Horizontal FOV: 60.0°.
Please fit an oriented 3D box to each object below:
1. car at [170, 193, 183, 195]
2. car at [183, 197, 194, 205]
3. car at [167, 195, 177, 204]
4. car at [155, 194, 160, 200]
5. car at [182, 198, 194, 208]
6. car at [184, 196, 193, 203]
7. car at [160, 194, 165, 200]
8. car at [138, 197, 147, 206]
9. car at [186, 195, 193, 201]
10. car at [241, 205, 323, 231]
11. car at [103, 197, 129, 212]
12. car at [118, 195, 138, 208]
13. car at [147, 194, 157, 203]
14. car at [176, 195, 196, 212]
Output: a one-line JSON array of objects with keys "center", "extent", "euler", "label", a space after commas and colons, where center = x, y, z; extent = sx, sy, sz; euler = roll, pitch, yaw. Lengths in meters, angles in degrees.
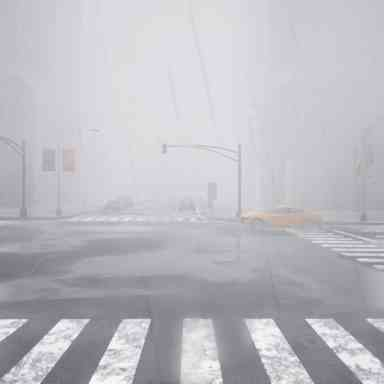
[{"center": [-3.481, 1.555, 75.608], "extent": [1.837, 1.490, 4.892], "euler": [0, 0, 0], "label": "car"}, {"center": [-0.650, 1.600, 60.728], "extent": [1.887, 1.381, 4.507], "euler": [0, 0, 0], "label": "car"}, {"center": [-3.433, 1.668, 65.640], "extent": [1.895, 1.301, 4.718], "euler": [0, 0, 0], "label": "car"}, {"center": [-9.254, 1.413, 76.972], "extent": [2.192, 1.841, 5.009], "euler": [0, 0, 0], "label": "car"}, {"center": [-0.597, 1.612, 49.878], "extent": [1.802, 1.307, 4.206], "euler": [0, 0, 0], "label": "car"}, {"center": [-0.703, 1.609, 71.748], "extent": [1.752, 1.417, 4.829], "euler": [0, 0, 0], "label": "car"}, {"center": [-9.332, 1.690, 93.249], "extent": [1.887, 1.381, 4.507], "euler": [0, 0, 0], "label": "car"}, {"center": [-9.147, 1.567, 55.098], "extent": [1.752, 1.417, 4.829], "euler": [0, 0, 0], "label": "car"}, {"center": [-0.808, 1.690, 93.278], "extent": [1.887, 1.381, 4.507], "euler": [0, 0, 0], "label": "car"}, {"center": [5.590, 1.576, 20.919], "extent": [5.008, 1.535, 1.882], "euler": [1, 0, 0], "label": "car"}, {"center": [-9.070, 1.572, 38.990], "extent": [1.947, 1.339, 4.313], "euler": [0, 0, 0], "label": "car"}, {"center": [-9.097, 1.333, 44.417], "extent": [2.192, 1.841, 5.009], "euler": [0, 0, 0], "label": "car"}, {"center": [-9.227, 1.665, 71.546], "extent": [1.802, 1.307, 4.206], "euler": [0, 0, 0], "label": "car"}, {"center": [-0.545, 1.446, 39.029], "extent": [1.967, 1.590, 4.097], "euler": [0, 0, 0], "label": "car"}]
